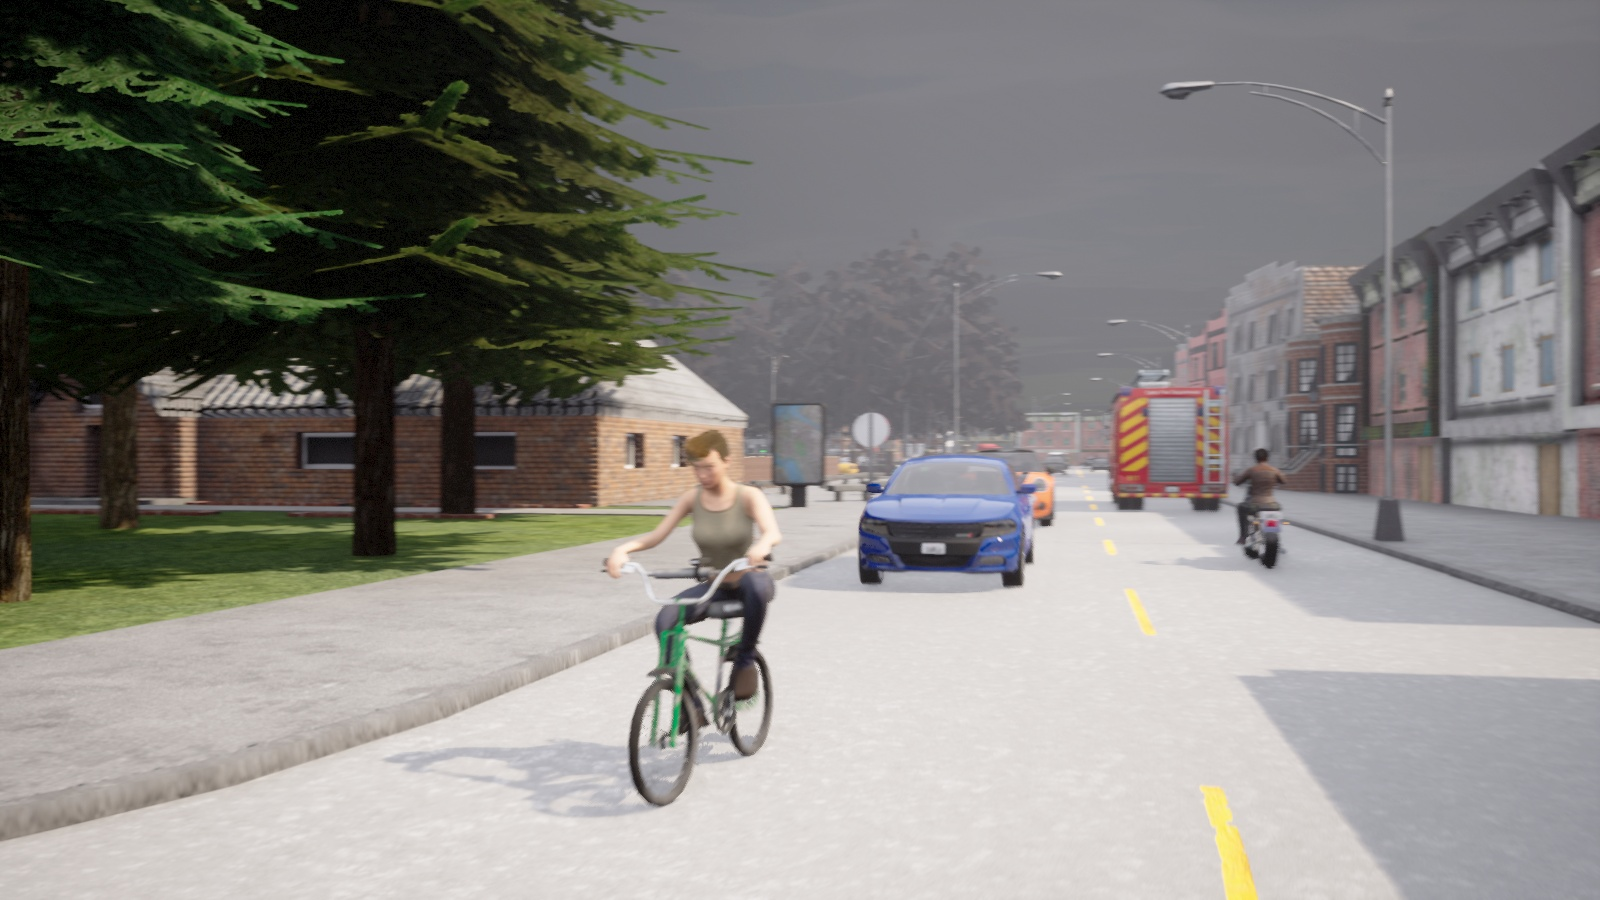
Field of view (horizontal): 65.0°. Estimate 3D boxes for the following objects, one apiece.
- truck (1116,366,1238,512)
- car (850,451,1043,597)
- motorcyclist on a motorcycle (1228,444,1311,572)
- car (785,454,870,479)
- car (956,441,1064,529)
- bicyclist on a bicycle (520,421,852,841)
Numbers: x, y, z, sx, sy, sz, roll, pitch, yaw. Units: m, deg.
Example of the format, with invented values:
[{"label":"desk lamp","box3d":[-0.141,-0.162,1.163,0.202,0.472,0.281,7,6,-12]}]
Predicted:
[{"label":"truck","box3d":[11.000,-0.276,37.358,2.891,3.827,8.468,0,0,13]},{"label":"car","box3d":[2.019,0.794,15.843,1.882,1.535,5.008,0,0,13]},{"label":"motorcyclist on a motorcycle","box3d":[6.490,0.757,17.468,0.766,1.649,2.350,0,0,13]},{"label":"car","box3d":[1.797,1.090,82.255,5.366,1.575,1.801,0,0,11]},{"label":"car","box3d":[4.739,0.724,27.825,2.097,1.767,4.553,0,0,13]},{"label":"bicyclist on a bicycle","box3d":[-0.447,0.712,5.693,0.866,1.612,1.509,-2,-1,21]}]
